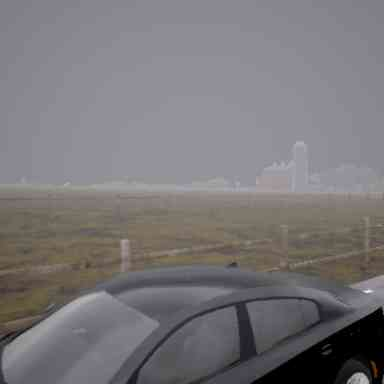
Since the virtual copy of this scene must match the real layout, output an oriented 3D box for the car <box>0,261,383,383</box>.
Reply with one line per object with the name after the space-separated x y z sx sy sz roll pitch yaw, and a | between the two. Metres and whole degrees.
-0.260 1.474 2.885 5.008 1.535 1.882 0 0 -35 | car
